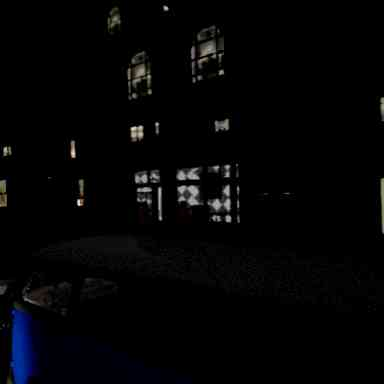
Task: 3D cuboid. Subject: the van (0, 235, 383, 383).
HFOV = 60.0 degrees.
[{"bbox_3d":[0.015,1.357,2.883,3.998,1.788,1.690,-1,-1,36],"label":"van"}]
